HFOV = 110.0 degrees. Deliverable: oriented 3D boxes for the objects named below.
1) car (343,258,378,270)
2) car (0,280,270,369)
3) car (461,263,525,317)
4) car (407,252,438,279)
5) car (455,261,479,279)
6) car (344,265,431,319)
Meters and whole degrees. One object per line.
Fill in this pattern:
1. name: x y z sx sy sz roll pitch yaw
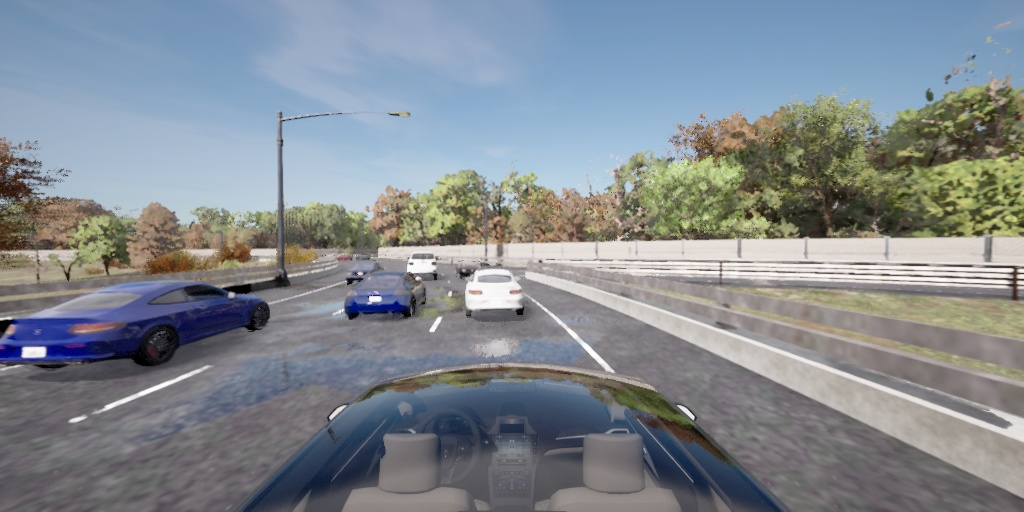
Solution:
1. car: -9.594 1.073 23.859 2.033 1.411 5.357 0 1 -12
2. car: -7.274 1.233 7.637 1.812 1.442 4.674 0 1 -4
3. car: -0.663 1.151 12.464 1.812 1.442 4.674 0 1 -5
4. car: -7.007 0.686 28.148 2.150 2.045 5.566 0 1 -14
5. car: -3.406 1.053 28.067 1.895 1.301 4.718 0 1 -14
6. car: -4.181 1.203 12.441 1.994 1.385 4.181 0 1 -6
